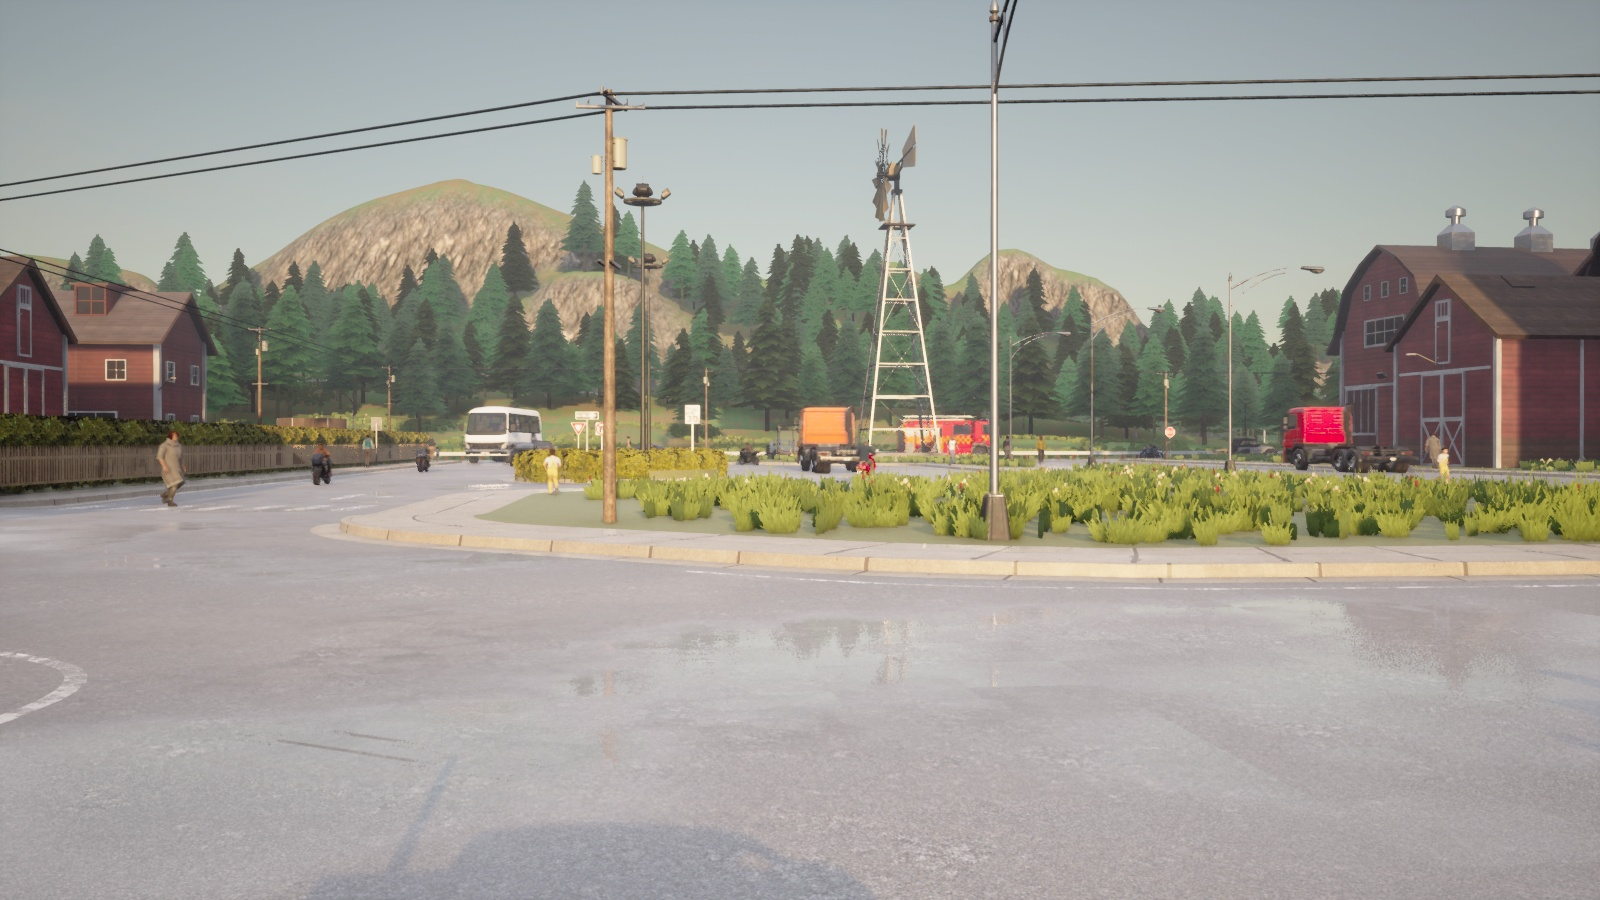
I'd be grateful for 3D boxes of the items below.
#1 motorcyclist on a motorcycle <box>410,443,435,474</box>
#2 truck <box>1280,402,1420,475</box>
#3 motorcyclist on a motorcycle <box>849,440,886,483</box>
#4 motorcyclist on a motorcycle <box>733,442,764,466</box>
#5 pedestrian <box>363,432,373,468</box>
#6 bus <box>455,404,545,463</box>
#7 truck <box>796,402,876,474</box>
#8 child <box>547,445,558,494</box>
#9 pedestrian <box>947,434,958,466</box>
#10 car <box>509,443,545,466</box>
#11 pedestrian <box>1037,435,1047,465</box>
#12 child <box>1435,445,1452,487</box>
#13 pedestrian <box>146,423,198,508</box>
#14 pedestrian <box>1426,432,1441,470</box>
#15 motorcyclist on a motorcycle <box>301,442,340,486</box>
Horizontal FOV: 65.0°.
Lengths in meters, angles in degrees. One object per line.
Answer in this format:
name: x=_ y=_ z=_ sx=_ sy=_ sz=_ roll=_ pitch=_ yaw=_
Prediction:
motorcyclist on a motorcycle: x=-19.151 y=0.406 z=63.779 sx=0.866 sy=1.530 sz=2.191 roll=0 pitch=0 yaw=-7
truck: x=27.898 y=-0.575 z=64.189 sx=2.891 sy=3.462 sz=7.936 roll=0 pitch=0 yaw=-8
motorcyclist on a motorcycle: x=2.571 y=0.432 z=47.879 sx=0.866 sy=1.590 sz=1.817 roll=-2 pitch=0 yaw=20
motorcyclist on a motorcycle: x=-3.371 y=0.264 z=82.181 sx=0.797 sy=1.523 sz=2.044 roll=0 pitch=2 yaw=-45
pedestrian: x=-23.795 y=-0.008 z=69.143 sx=0.396 sy=1.930 sz=0.692 roll=0 pitch=0 yaw=-7
bus: x=-22.706 y=-1.189 z=95.860 sx=3.944 sy=4.253 sz=10.273 roll=0 pitch=0 yaw=3
truck: x=1.730 y=-0.598 z=64.407 sx=2.891 sy=3.462 sz=7.936 roll=0 pitch=0 yaw=-7
child: x=-6.362 y=0.494 z=32.289 sx=0.270 sy=1.263 sz=0.437 roll=0 pitch=0 yaw=-10
pedestrian: x=8.908 y=-0.006 z=73.426 sx=0.354 sy=1.836 sz=0.706 roll=0 pitch=0 yaw=-17
car: x=-17.800 y=0.274 z=82.032 sx=1.837 sy=1.490 sz=4.892 roll=0 pitch=0 yaw=-7
pedestrian: x=14.619 y=-0.015 z=75.967 sx=0.370 sy=1.835 sz=0.726 roll=0 pitch=0 yaw=-7
child: x=19.472 y=0.483 z=37.995 sx=0.270 sy=1.263 sz=0.437 roll=0 pitch=0 yaw=-8
pedestrian: x=-14.744 y=0.353 z=29.493 sx=0.873 sy=1.952 sz=0.659 roll=0 pitch=0 yaw=13
pedestrian: x=32.638 y=0.063 z=64.710 sx=0.659 sy=1.952 sz=0.873 roll=0 pitch=0 yaw=24
motorcyclist on a motorcycle: x=-16.802 y=0.466 z=44.057 sx=0.797 sy=1.523 sz=2.044 roll=0 pitch=0 yaw=-7
